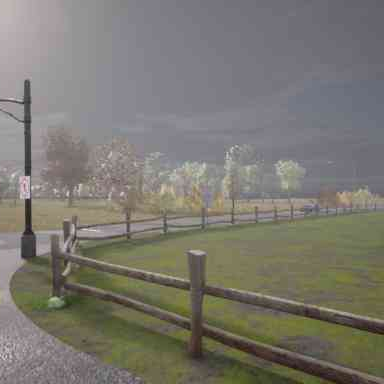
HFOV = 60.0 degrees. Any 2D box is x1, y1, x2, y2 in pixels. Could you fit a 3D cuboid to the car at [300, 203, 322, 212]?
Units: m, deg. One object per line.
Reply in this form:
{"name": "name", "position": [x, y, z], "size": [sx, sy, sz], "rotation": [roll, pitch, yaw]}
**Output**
{"name": "car", "position": [18.949, 2.449, 52.945], "size": [2.033, 1.411, 5.357], "rotation": [-1, -2, 40]}
